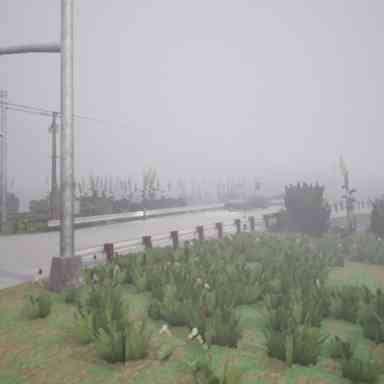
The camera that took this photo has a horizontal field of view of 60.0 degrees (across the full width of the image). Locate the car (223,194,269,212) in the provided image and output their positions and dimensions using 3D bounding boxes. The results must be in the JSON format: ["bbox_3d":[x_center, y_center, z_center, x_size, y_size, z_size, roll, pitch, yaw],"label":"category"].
[{"bbox_3d":[4.903,0.895,28.721,2.033,1.411,5.357,0,1,42],"label":"car"}]
